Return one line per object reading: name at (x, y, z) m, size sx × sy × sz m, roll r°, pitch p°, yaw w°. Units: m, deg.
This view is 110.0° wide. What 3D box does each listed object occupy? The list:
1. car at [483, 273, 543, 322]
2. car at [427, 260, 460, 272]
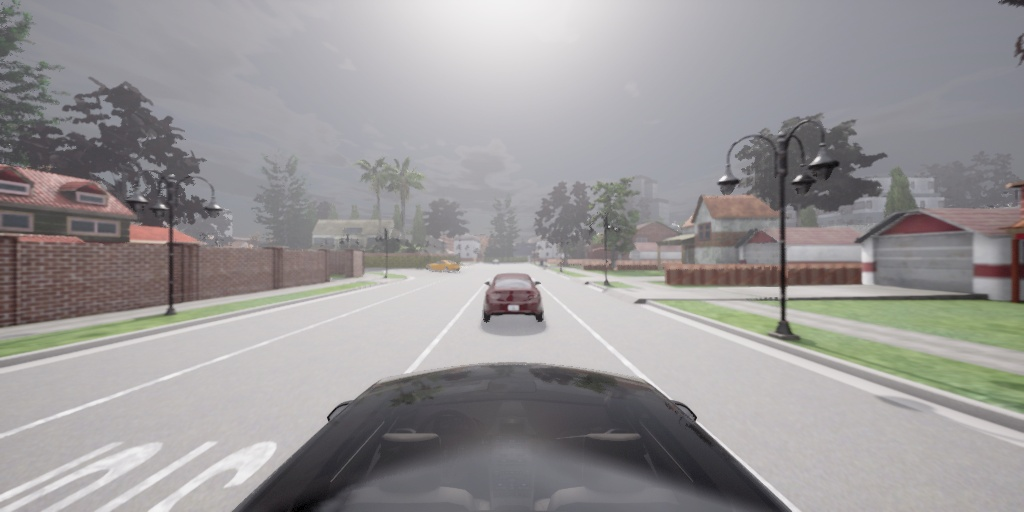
car at (0.026, 1.308, 12.417) m, size 1.812 × 1.442 × 4.674 m, roll 0°, pitch 0°, yaw 0°
car at (-9.209, 1.328, 47.875) m, size 5.008 × 1.535 × 1.882 m, roll 0°, pitch -1°, yaw 34°
